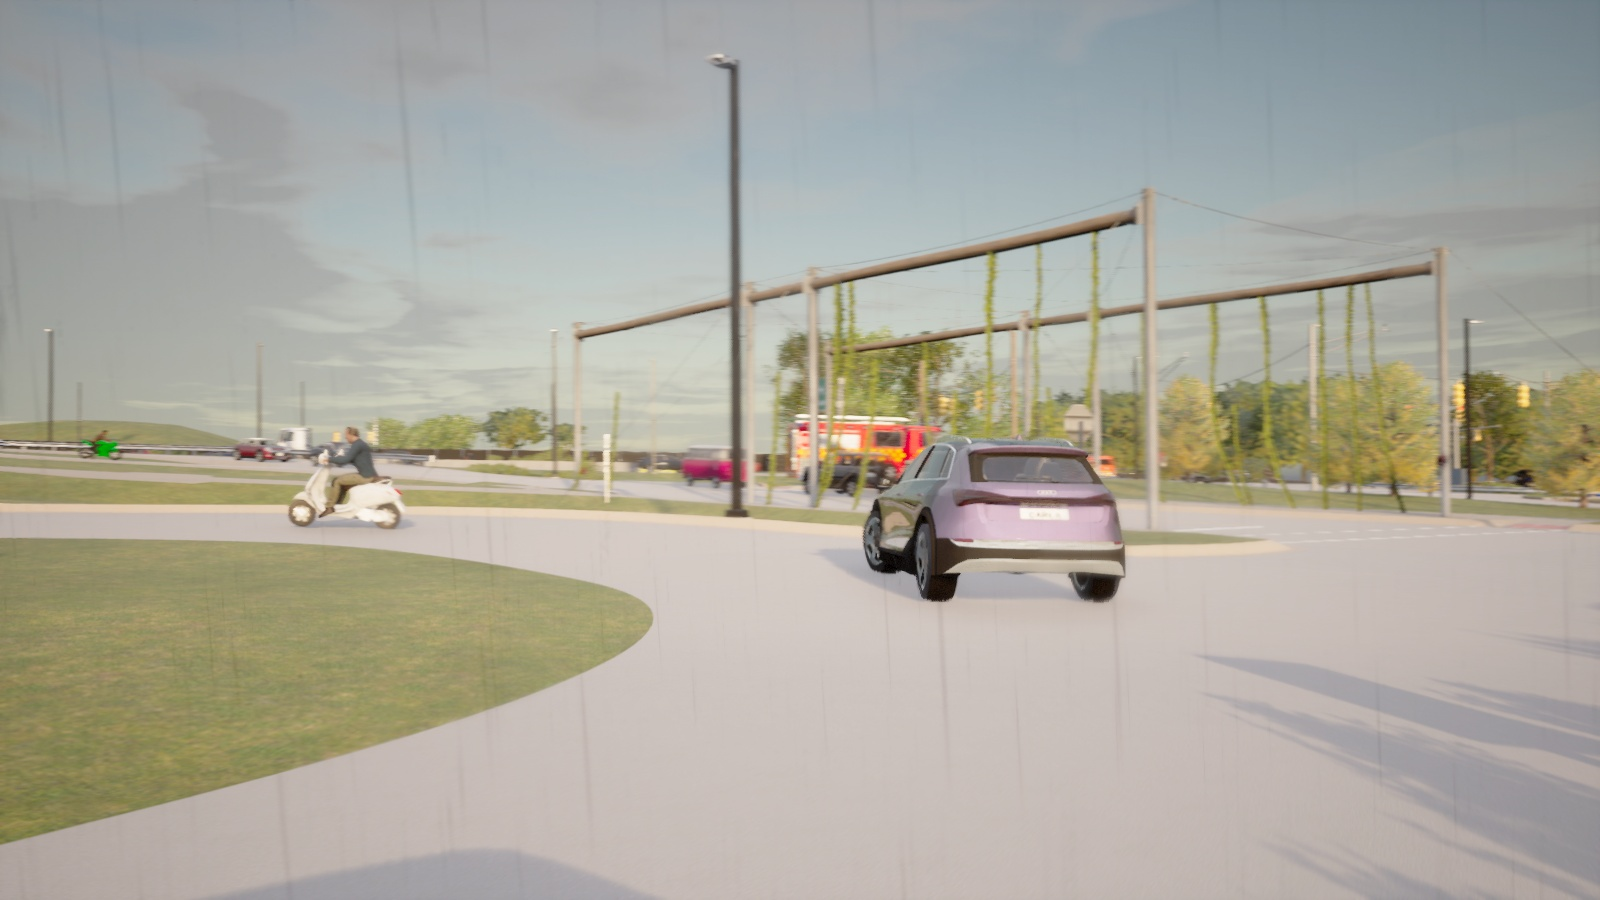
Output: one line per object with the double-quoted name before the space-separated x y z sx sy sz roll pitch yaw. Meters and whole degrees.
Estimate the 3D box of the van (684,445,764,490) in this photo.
"van" -3.626 0.788 58.988 1.775 1.987 4.442 0 0 -33

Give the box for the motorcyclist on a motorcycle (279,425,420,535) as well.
"motorcyclist on a motorcycle" -6.961 0.461 19.488 1.817 1.590 0.866 3 0 -1

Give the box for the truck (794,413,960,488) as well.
"truck" 4.160 0.082 68.429 8.468 3.827 2.891 1 -2 -11

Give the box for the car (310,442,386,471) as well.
"car" -26.828 0.365 74.475 4.902 1.511 2.128 2 1 42

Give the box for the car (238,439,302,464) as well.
"car" -33.828 0.100 80.188 3.806 1.475 1.970 2 1 34

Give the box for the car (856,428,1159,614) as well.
"car" 1.988 0.662 13.734 2.033 1.649 4.856 1 0 -6

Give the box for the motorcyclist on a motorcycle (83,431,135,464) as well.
"motorcyclist on a motorcycle" -34.649 -0.123 62.967 2.044 1.523 0.797 3 -2 -9

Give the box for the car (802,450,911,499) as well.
"car" 2.213 0.938 50.686 1.932 1.855 4.605 0 0 -36
